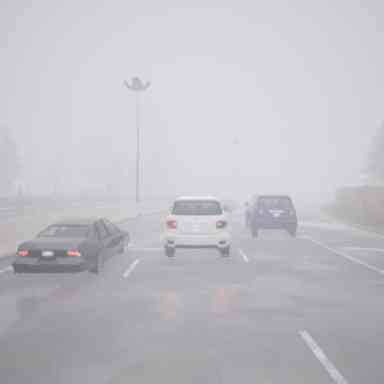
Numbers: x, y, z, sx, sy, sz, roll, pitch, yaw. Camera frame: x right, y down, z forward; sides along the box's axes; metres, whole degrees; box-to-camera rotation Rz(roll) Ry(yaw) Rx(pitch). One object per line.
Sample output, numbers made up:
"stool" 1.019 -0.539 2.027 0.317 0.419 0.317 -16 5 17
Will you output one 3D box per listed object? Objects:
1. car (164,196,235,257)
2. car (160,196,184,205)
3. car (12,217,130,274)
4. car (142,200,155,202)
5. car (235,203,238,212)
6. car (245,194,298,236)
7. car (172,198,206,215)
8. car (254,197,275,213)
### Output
"car" 0.254 1.154 12.882 2.150 2.045 5.566 0 0 2
"car" -3.346 1.365 55.651 1.895 1.301 4.718 0 0 26
"car" -3.343 1.493 10.338 2.033 1.411 5.357 0 0 1
"car" -6.727 1.307 56.666 1.895 1.301 4.718 0 0 25
"car" 3.430 1.374 33.560 2.033 1.411 5.357 0 0 15
"car" 4.108 1.129 17.826 2.150 2.045 5.566 0 0 5
"car" -0.197 1.374 33.497 2.033 1.411 5.357 0 0 15
"car" 7.931 1.318 36.228 1.837 1.490 4.892 0 0 17
